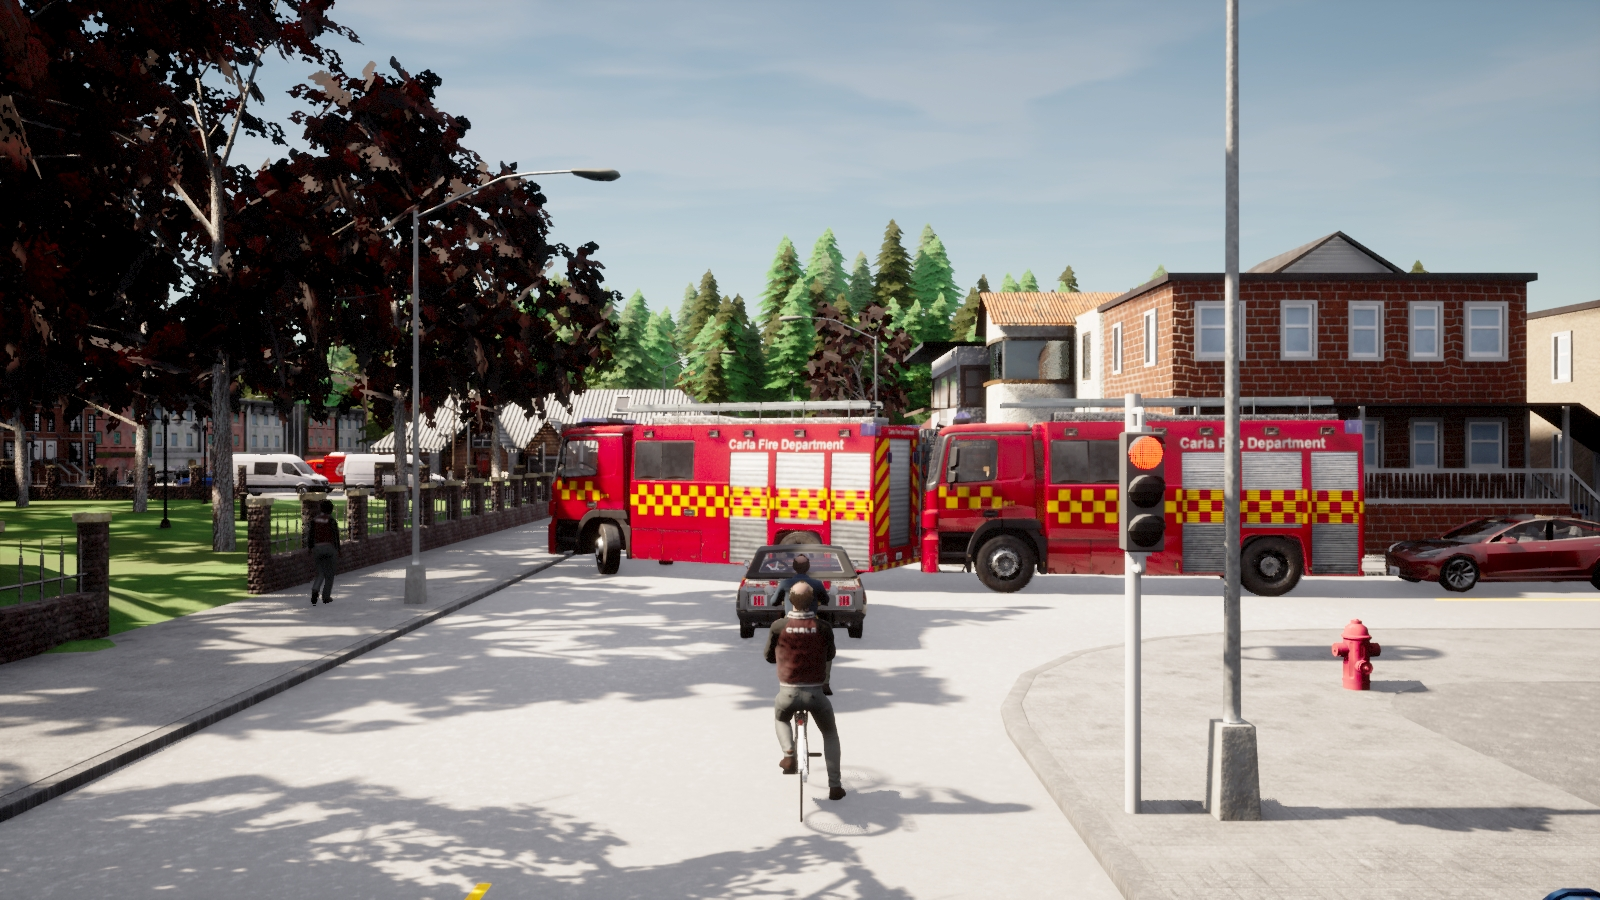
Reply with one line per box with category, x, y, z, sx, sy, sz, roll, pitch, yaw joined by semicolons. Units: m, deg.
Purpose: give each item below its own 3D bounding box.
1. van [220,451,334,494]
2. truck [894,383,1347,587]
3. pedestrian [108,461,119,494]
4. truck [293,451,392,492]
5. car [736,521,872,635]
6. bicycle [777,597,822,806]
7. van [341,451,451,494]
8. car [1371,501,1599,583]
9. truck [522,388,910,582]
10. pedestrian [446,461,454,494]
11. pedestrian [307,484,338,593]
van;-31.465;1.314;68.839;5.915;2.561;1.988;0;0;1
truck;6.219;0.669;23.369;8.468;3.827;2.891;0;0;7
pedestrian;-38.126;1.523;63.442;0.375;1.860;0.375;0;0;4
truck;-29.098;1.356;72.766;5.204;2.467;2.627;1;0;0
car;0.052;1.935;18.331;1.895;1.301;4.718;0;0;0
bicycle;-0.005;1.940;9.200;0.329;1.271;1.835;0;0;0
van;-24.299;1.314;68.785;5.915;2.561;1.988;0;0;1
car;14.626;1.843;23.389;4.792;1.488;2.163;0;0;0
truck;-2.009;0.672;25.771;8.468;3.827;2.891;0;0;28
pedestrian;-19.495;1.525;63.659;0.375;1.860;0.375;0;0;-2
pedestrian;-8.280;1.525;19.804;0.375;1.860;0.375;0;0;2
